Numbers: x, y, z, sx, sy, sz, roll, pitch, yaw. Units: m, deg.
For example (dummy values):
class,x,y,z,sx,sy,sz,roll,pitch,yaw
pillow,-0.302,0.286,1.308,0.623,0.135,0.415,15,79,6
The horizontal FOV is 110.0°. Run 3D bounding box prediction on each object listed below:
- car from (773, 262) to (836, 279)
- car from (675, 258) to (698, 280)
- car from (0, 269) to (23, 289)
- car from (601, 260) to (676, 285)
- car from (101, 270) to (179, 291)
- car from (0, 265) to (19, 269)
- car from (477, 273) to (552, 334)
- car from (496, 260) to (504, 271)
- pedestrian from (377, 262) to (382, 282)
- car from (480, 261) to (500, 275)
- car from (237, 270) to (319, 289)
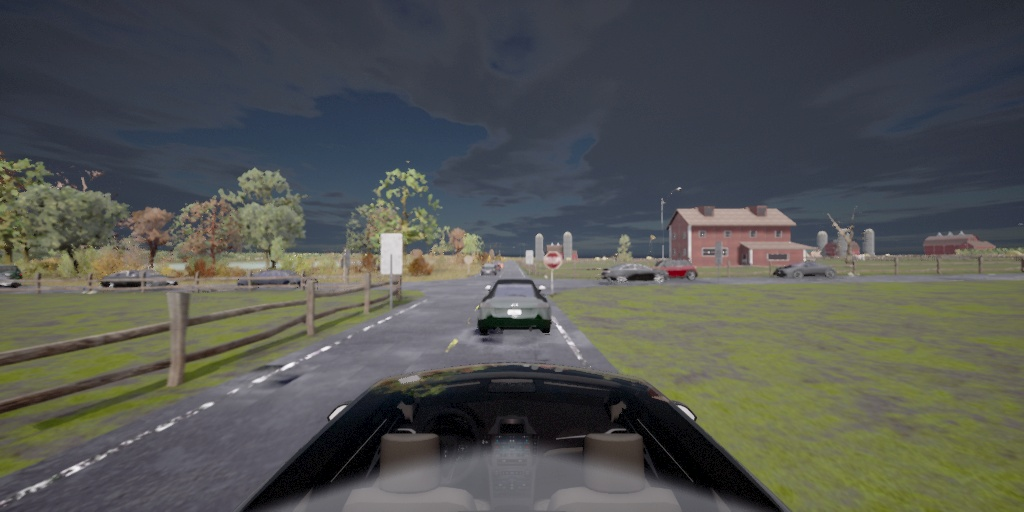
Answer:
class,x,y,z,sx,sy,sz,roll,pitch,yaw
car,24.142,1.154,29.696,4.181,1.385,1.994,-1,0,1
car,12.845,1.110,29.851,4.553,1.767,2.097,-1,0,2
car,-41.871,2.010,28.477,4.902,1.511,2.128,0,0,10
car,9.165,1.303,26.781,4.902,1.511,2.128,-1,0,-5
car,-28.239,1.827,27.320,4.902,1.511,2.128,-1,0,2
car,-47.550,1.832,32.758,5.566,2.045,2.150,-1,0,18
car,0.098,1.387,10.943,1.994,1.385,4.181,0,0,1
car,-2.765,1.737,54.958,1.994,1.385,4.181,0,0,2
pedestrian,-12.130,1.413,33.035,0.375,1.860,0.375,0,1,0
car,-2.804,1.613,44.161,1.812,1.442,4.674,0,0,0
car,-17.636,1.736,27.115,5.357,1.411,2.033,-1,0,1
